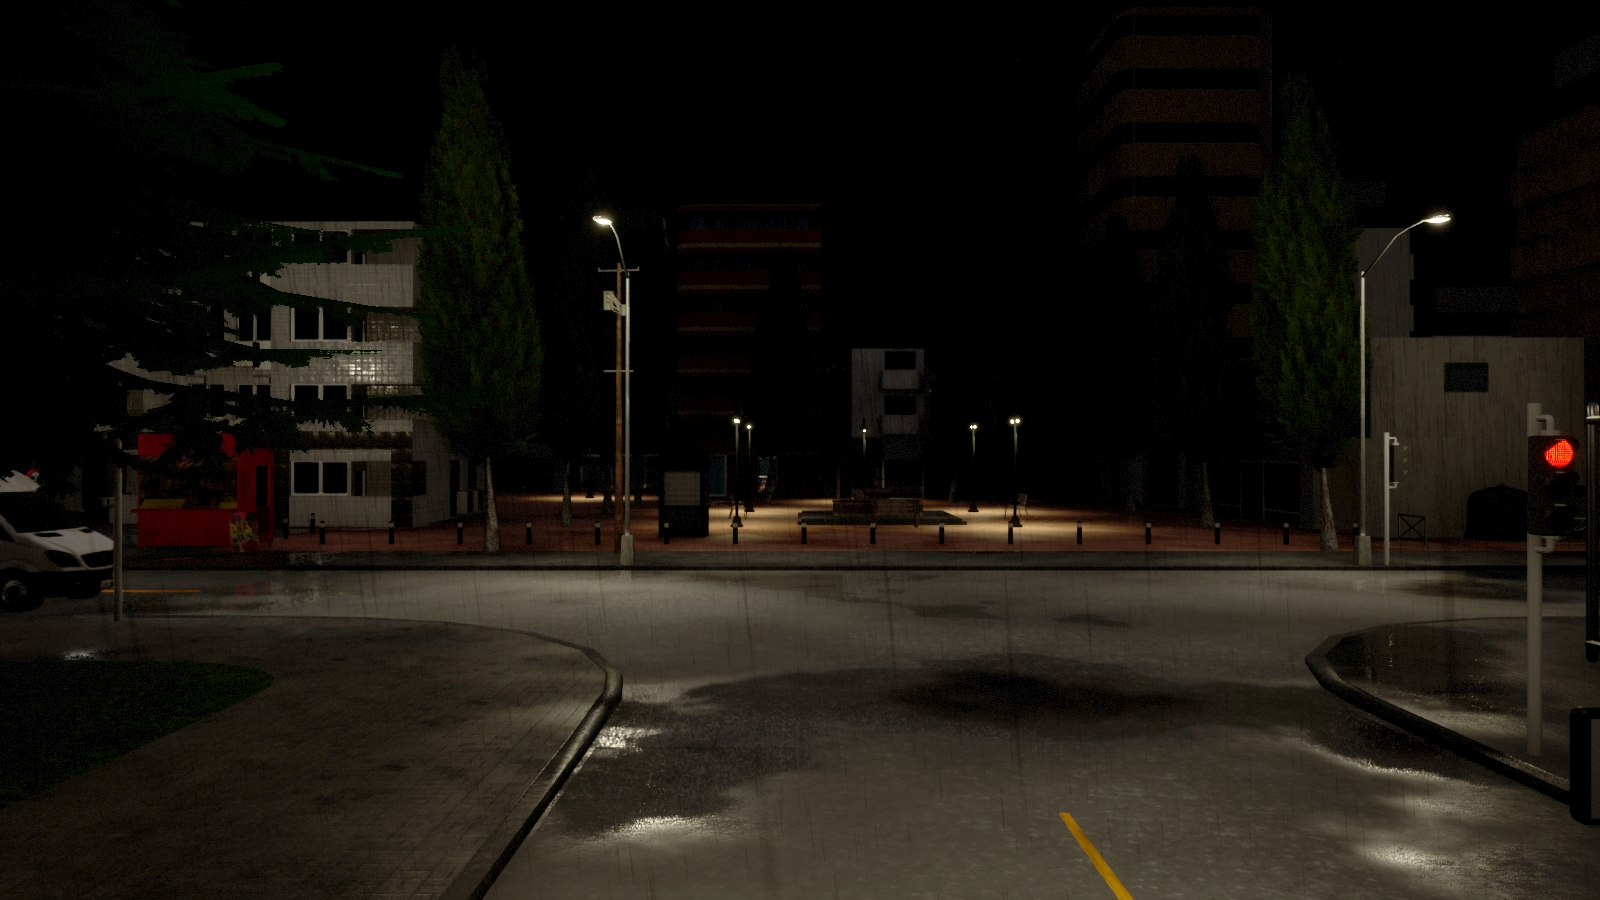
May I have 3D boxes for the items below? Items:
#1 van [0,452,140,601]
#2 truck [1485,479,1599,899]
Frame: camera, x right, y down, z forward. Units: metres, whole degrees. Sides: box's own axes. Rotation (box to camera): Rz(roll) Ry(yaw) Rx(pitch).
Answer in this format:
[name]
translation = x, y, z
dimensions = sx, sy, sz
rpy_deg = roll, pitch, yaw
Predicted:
[van]
translation = -15.464, 1.323, 20.646
dimensions = 5.915, 2.561, 1.988
rpy_deg = 0, 0, 0
[truck]
translation = 4.017, 1.349, 1.921
dimensions = 2.627, 2.467, 5.204
rpy_deg = 0, 0, 0
